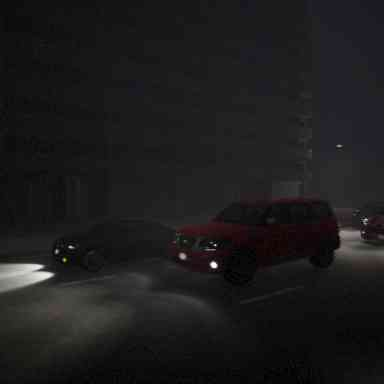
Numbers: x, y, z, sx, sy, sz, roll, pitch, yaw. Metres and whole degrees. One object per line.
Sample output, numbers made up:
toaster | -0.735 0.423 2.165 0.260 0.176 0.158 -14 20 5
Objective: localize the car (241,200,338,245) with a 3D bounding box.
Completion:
car | 4.769 1.334 15.989 4.553 1.767 2.097 0 0 -36

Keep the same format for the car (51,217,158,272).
car | -2.320 1.558 10.904 4.181 1.385 1.994 0 0 -35

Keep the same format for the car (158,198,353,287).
car | 2.047 1.211 9.695 5.566 2.045 2.150 0 0 -35

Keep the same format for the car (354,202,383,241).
car | 9.797 1.328 15.434 4.553 1.767 2.097 0 0 -37
